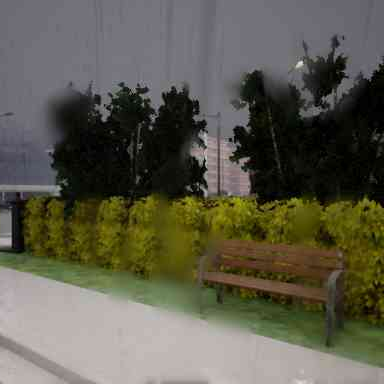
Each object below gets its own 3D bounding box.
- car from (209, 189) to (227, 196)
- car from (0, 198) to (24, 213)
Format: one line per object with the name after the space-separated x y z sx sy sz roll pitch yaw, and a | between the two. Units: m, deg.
5.012 0.468 66.597 2.150 2.045 5.566 0 0 36 | car
-20.177 1.451 36.869 2.128 1.511 4.902 0 0 35 | car
